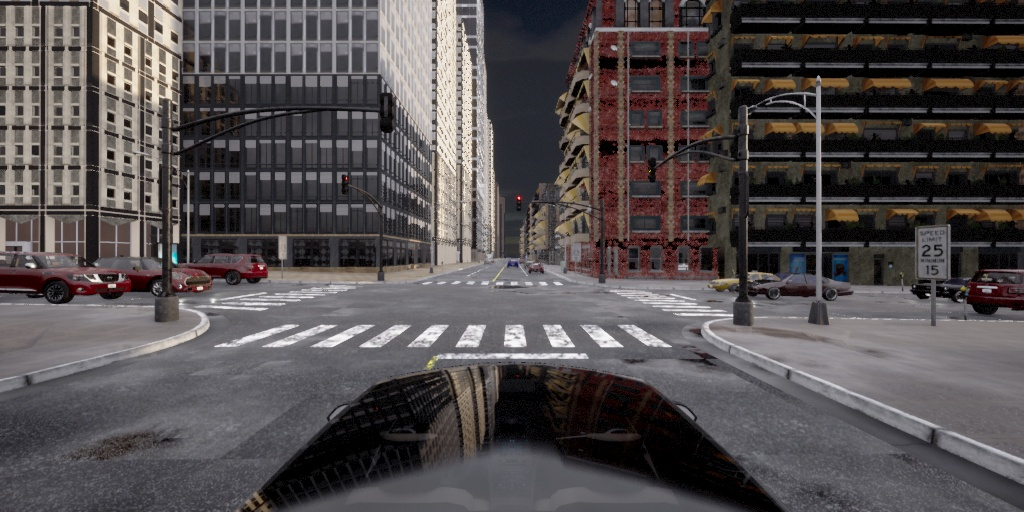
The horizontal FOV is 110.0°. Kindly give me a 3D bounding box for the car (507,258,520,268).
[{"bbox_3d":[0.169,1.250,62.734,1.882,1.535,5.008,0,0,0],"label":"car"}]

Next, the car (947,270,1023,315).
[{"bbox_3d":[20.612,1.461,13.769,5.009,1.841,2.192,0,0,0],"label":"car"}]

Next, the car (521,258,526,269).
[{"bbox_3d":[2.749,1.317,54.700,2.007,1.370,4.403,0,0,0],"label":"car"}]

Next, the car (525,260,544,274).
[{"bbox_3d":[2.785,1.341,41.783,1.802,1.307,4.207,0,0,0],"label":"car"}]

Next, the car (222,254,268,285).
[{"bbox_3d":[-17.688,0.776,21.826,5.009,1.841,2.192,0,0,0],"label":"car"}]

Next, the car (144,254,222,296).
[{"bbox_3d":[-16.273,0.825,16.081,4.553,1.767,2.097,1,0,-2],"label":"car"}]

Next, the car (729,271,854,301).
[{"bbox_3d":[15.253,1.610,19.485,5.357,1.411,2.033,1,0,0],"label":"car"}]

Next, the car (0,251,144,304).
[{"bbox_3d":[-17.562,0.757,13.446,5.009,1.841,2.192,0,0,0],"label":"car"}]

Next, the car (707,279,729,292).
[{"bbox_3d":[14.653,1.587,22.072,4.829,1.417,1.751,0,0,0],"label":"car"}]

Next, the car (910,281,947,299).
[{"bbox_3d":[24.883,1.839,19.560,4.718,1.301,1.895,1,0,-1],"label":"car"}]
